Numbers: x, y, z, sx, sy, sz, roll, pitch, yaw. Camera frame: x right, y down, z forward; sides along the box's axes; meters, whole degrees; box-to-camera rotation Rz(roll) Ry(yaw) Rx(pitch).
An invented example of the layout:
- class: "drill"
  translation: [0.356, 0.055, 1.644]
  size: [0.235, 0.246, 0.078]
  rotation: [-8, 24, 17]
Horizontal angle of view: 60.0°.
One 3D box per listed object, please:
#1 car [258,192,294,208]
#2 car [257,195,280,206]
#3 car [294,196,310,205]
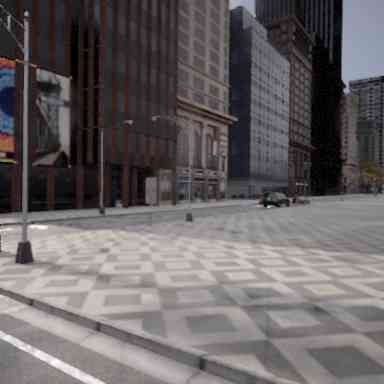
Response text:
- class: "car"
  translation: [11.458, 1.063, 45.159]
  size: [2.150, 2.045, 5.566]
  rotation: [1, 1, 36]
- class: "car"
  translation: [11.757, 1.295, 50.868]
  size: [1.812, 1.442, 4.674]
  rotation: [1, 1, 35]
- class: "car"
  translation: [17.574, 1.321, 53.898]
  size: [1.812, 1.442, 4.674]
  rotation: [1, 1, 35]
